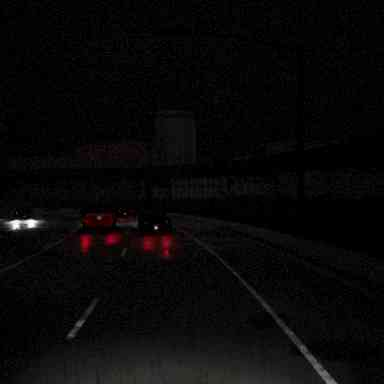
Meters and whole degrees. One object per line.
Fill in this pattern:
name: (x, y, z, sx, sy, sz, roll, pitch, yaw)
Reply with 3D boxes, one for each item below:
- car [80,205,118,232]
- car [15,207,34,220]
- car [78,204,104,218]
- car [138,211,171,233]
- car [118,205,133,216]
car: (-6.504, 1.738, 23.651, 2.097, 1.767, 4.553, 0, -1, -13)
car: (-18.803, 2.345, 37.246, 1.895, 1.301, 4.718, 0, -1, -28)
car: (-12.284, 2.260, 40.197, 2.033, 1.411, 5.357, 0, -1, -27)
car: (-2.656, 1.943, 22.607, 1.895, 1.301, 4.718, 0, -1, -12)
car: (-8.758, 2.283, 40.762, 1.895, 1.301, 4.718, 0, -1, -26)
